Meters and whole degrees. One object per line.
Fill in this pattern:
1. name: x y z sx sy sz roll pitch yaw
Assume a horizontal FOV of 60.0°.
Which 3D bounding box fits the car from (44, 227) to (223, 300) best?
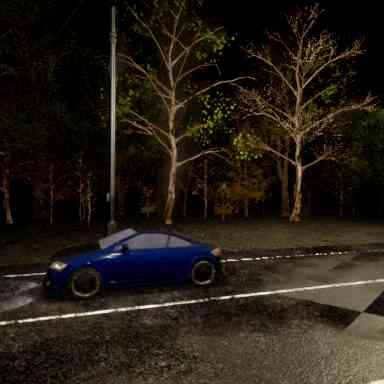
1. car: -1.350 1.583 8.216 4.181 1.385 1.994 0 0 -19
